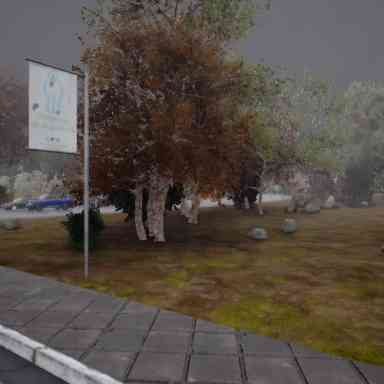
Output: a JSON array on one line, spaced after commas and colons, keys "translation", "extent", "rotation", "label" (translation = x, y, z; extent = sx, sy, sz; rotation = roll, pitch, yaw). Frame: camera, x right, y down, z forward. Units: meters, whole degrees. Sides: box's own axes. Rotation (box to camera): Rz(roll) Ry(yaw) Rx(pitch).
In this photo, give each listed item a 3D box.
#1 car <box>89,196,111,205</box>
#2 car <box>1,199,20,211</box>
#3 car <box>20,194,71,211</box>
[{"translation": [-13.568, 1.310, 50.457], "extent": [2.097, 1.767, 4.553], "rotation": [0, 0, 37], "label": "car"}, {"translation": [-20.865, 1.499, 41.145], "extent": [1.837, 1.490, 4.892], "rotation": [0, 0, 38], "label": "car"}, {"translation": [-17.165, 1.212, 40.168], "extent": [2.150, 2.045, 5.566], "rotation": [0, 0, 39], "label": "car"}]
